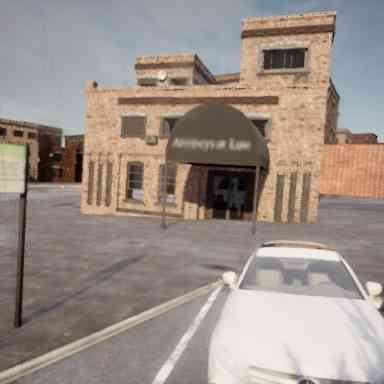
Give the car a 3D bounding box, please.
[{"bbox_3d":[1.505,1.510,4.849,2.002,1.452,4.674,1,-1,15],"label":"car"}]
